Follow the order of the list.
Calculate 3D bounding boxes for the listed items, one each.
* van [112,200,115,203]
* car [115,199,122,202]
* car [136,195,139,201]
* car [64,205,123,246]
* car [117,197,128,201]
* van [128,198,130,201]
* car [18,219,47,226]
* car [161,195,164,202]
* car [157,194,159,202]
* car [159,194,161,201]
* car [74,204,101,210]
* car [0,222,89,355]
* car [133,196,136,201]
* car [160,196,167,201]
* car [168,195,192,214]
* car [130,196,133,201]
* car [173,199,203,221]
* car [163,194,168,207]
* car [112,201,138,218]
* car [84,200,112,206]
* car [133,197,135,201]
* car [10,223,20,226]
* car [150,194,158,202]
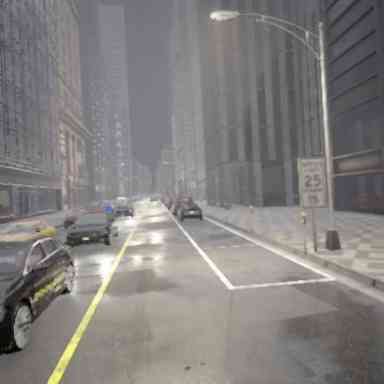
[{"bbox_3d":[-9.995,1.822,37.130,1.690,1.788,3.998,-2,0,-7],"label":"van"},{"bbox_3d":[-10.641,2.055,42.717,2.008,1.369,4.403,-2,0,-7],"label":"car"},{"bbox_3d":[-16.541,2.219,92.994,1.887,1.381,4.507,-2,0,-7],"label":"car"},{"bbox_3d":[-4.815,1.718,16.601,1.882,1.535,5.008,-3,0,-7],"label":"car"},{"bbox_3d":[-11.956,1.986,53.890,1.967,1.590,4.097,-2,0,-7],"label":"car"},{"bbox_3d":[-12.616,1.907,59.476,1.690,1.788,3.998,-2,0,-7],"label":"van"},{"bbox_3d":[-7.347,1.896,14.614,1.752,1.417,4.829,-2,0,-7],"label":"car"},{"bbox_3d":[-4.151,1.677,60.466,1.887,1.381,4.507,-2,0,-7],"label":"car"},{"bbox_3d":[-6.782,1.521,82.811,2.192,1.841,5.009,-2,0,-7],"label":"car"},{"bbox_3d":[-5.471,1.486,71.638,2.192,1.841,5.009,-2,0,-7],"label":"car"},{"bbox_3d":[-8.676,1.974,25.956,1.887,1.381,4.507,-2,0,-7],"label":"car"},{"bbox_3d":[-3.616,1.674,6.363,2.128,1.511,4.902,-3,0,-7],"label":"car"},{"bbox_3d":[-14.574,2.167,76.235,1.887,1.381,4.507,-2,0,-7],"label":"car"},{"bbox_3d":[-8.083,1.791,93.983,2.008,1.369,4.403,-2,0,-7],"label":"car"},{"bbox_3d":[-0.884,1.338,32.535,2.192,1.841,5.009,-2,0,-7],"label":"car"},{"bbox_3d":[-13.272,1.900,65.062,2.192,1.841,5.009,-2,0,-7],"label":"car"},{"bbox_3d":[-0.219,1.562,26.948,1.947,1.339,4.313,-2,0,-7],"label":"car"},{"bbox_3d":[-2.194,1.386,43.707,2.192,1.841,5.009,-2,0,-7],"label":"car"},{"bbox_3d":[-6.748,1.922,33.451,1.895,1.301,4.718,-3,0,-6],"label":"car"},{"bbox_3d":[-9.341,1.771,31.543,2.192,1.841,5.009,-2,0,-7],"label":"car"},{"bbox_3d":[-13.918,2.155,70.649,2.008,1.369,4.403,-2,0,-7],"label":"car"},{"bbox_3d":[-6.711,1.885,9.196,1.887,1.381,4.507,-2,0,-7],"label":"car"},{"bbox_3d":[-9.863,1.898,86.229,1.994,1.385,4.181,-3,0,-7],"label":"car"}]
